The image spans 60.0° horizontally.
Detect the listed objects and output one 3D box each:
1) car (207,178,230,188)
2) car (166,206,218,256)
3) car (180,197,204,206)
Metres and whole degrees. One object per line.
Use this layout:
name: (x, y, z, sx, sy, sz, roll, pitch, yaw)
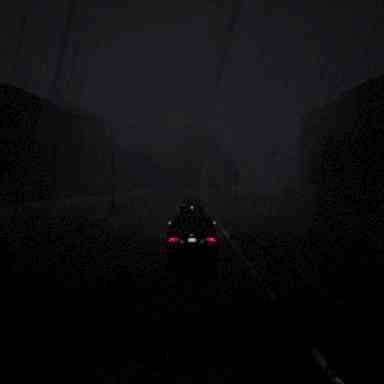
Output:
car: (5.805, -1.875, 71.820, 5.566, 2.045, 2.150, -3, 5, -42)
car: (0.003, 1.525, 13.003, 2.033, 1.411, 5.357, 0, 1, 0)
car: (0.011, 1.116, 28.331, 1.994, 1.385, 4.181, 0, 2, 0)
